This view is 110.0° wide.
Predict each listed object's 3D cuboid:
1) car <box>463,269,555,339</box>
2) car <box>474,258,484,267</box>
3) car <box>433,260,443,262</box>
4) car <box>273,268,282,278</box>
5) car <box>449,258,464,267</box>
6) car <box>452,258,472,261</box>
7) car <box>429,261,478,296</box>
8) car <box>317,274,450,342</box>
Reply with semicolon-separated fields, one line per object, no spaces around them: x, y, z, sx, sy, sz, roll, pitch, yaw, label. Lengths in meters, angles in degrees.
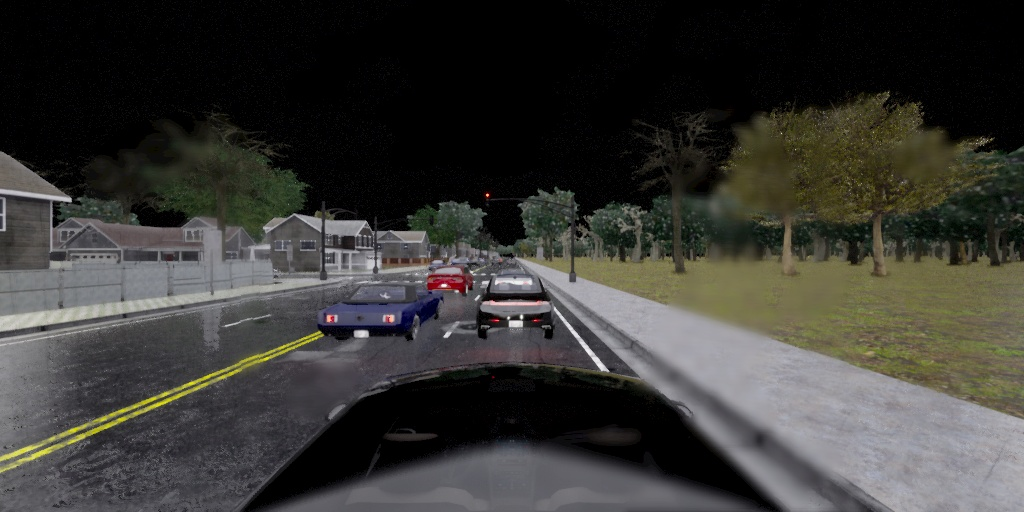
0.087;1.241;10.087;2.128;1.511;4.902;0;0;0;car
-6.629;1.325;63.546;1.895;1.301;4.718;0;0;0;car
-9.884;1.264;48.105;1.812;1.442;4.674;0;0;-1;car
-22.820;1.306;31.418;4.674;1.442;1.812;0;0;0;car
-9.873;1.201;64.158;1.882;1.535;5.008;0;0;0;car
-6.645;1.302;48.096;1.994;1.385;4.181;0;0;0;car
-3.170;1.227;19.167;1.882;1.535;5.008;0;0;0;car
-3.155;1.350;9.777;1.895;1.301;4.718;0;0;0;car
